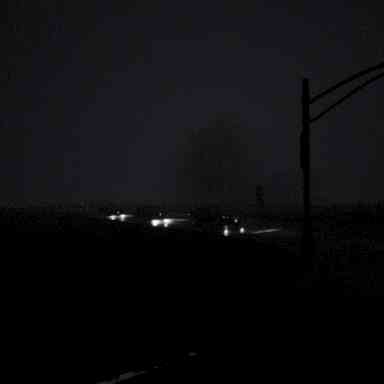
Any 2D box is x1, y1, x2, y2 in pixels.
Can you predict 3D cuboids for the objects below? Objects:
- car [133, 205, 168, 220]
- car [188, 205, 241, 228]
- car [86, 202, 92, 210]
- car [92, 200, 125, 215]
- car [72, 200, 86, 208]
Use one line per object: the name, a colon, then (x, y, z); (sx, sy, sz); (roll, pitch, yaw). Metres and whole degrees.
car: (-4.204, 1.975, 33.209); (1.994, 1.385, 4.181); (-1, 0, -37)
car: (1.622, 1.765, 25.090); (2.128, 1.511, 4.902); (-1, 0, -36)
car: (-15.412, 2.183, 55.206); (1.837, 1.490, 4.892); (-1, 0, -36)
car: (-10.348, 2.104, 41.811); (2.033, 1.411, 5.357); (-1, 0, -35)
car: (-21.452, 2.315, 63.644); (2.128, 1.511, 4.902); (-1, 0, -36)
